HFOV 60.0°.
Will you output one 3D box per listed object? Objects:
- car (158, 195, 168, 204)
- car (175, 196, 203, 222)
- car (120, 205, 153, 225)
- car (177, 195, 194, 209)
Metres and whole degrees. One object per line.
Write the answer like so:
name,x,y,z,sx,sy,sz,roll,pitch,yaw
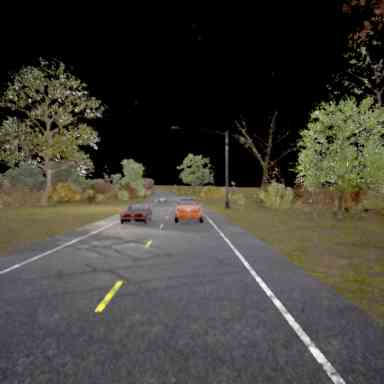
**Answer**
car,-5.637,1.418,64.087,2.128,1.511,4.902,0,0,-3
car,-0.280,1.335,26.197,2.097,1.767,4.553,0,0,-2
car,-3.912,1.589,23.924,1.895,1.301,4.718,0,0,-1
car,-0.935,1.310,44.355,2.097,1.767,4.553,0,0,-3
